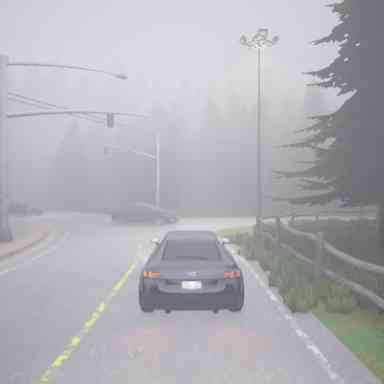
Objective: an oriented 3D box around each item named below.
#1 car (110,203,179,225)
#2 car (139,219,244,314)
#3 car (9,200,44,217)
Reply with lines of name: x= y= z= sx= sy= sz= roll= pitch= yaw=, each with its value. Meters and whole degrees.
car: x=-3.316 y=1.560 z=23.336 sx=4.892 sy=1.490 sz=1.837 roll=0 pitch=2 yaw=15
car: x=-0.030 y=1.577 z=7.739 sx=1.994 sy=1.385 sz=4.181 roll=0 pitch=0 yaw=-1
car: x=-16.497 y=1.558 z=32.395 sx=4.892 sy=1.490 sz=1.837 roll=0 pitch=-1 yaw=31
